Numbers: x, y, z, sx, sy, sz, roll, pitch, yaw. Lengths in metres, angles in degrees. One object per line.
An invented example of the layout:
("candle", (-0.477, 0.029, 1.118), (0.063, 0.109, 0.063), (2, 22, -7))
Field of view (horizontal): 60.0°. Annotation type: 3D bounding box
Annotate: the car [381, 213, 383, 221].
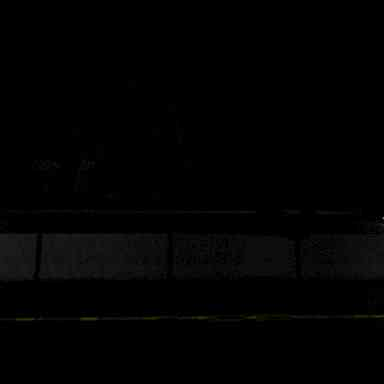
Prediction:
("car", (17.326, 1.774, 26.083), (4.674, 1.442, 1.812), (0, 0, -2))
